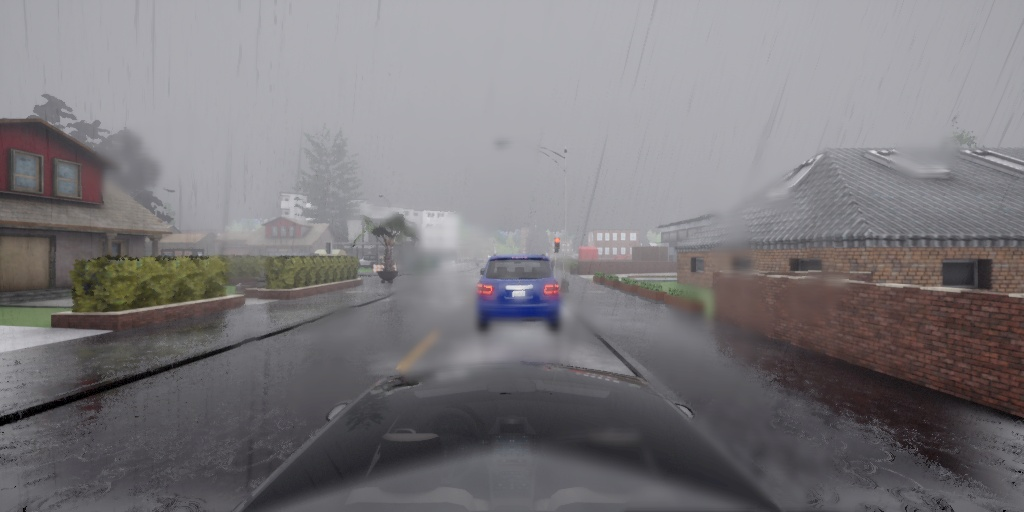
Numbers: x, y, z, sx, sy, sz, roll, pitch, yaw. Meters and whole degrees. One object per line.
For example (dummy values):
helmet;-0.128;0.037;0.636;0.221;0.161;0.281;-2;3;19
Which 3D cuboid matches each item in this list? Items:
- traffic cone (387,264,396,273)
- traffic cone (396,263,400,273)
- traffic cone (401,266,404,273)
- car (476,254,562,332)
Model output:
traffic cone;-15.438;1.561;45.834;0.344;0.586;0.344;0;0;0
traffic cone;-15.073;1.557;46.401;0.344;0.586;0.344;0;0;0
traffic cone;-14.066;1.581;47.434;0.344;0.586;0.344;0;0;0
car;0.181;0.971;10.961;2.150;2.045;5.566;0;0;0
